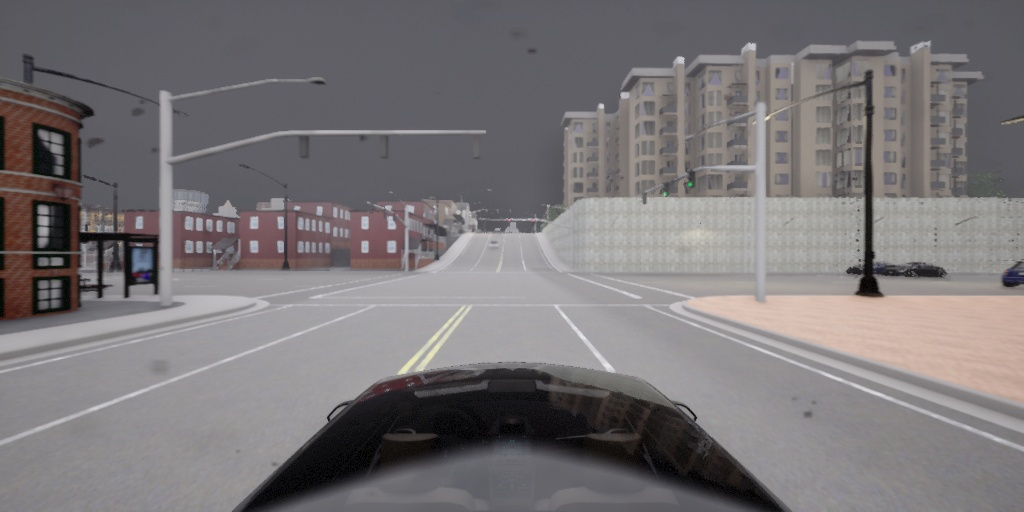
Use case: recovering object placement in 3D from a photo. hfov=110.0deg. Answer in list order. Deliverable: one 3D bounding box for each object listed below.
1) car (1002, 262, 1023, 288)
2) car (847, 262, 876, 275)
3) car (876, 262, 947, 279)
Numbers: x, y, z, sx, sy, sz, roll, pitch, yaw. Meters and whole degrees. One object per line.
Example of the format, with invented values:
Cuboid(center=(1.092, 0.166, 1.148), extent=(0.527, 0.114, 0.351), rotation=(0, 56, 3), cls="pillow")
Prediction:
Cuboid(center=(32.536, 1.076, 21.348), extent=(4.553, 1.767, 2.097), rotation=(0, 0, 0), cls="car")
Cuboid(center=(35.790, 1.273, 35.420), extent=(4.181, 1.385, 1.994), rotation=(0, 0, 0), cls="car")
Cuboid(center=(35.737, 1.276, 31.925), extent=(4.181, 1.385, 1.994), rotation=(0, 0, 0), cls="car")
